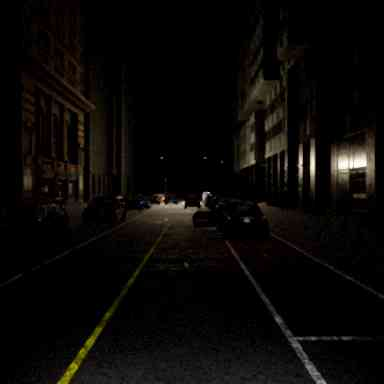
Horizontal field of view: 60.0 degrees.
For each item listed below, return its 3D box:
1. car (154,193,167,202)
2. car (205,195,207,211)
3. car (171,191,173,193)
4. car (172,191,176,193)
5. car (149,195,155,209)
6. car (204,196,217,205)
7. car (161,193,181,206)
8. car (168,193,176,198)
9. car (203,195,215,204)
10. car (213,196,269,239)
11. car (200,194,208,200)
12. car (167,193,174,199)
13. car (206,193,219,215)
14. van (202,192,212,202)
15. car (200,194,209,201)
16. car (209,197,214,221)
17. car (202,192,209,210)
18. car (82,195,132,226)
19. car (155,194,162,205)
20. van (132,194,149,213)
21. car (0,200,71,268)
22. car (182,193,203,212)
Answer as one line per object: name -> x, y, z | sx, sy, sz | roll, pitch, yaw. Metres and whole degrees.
car -> -5.741, 1.070, 61.630 | 1.967, 1.590, 4.097 | 0, 0, 0
car -> 2.777, 1.340, 39.235 | 1.802, 1.307, 4.206 | 0, 0, 0
car -> -5.738, 1.133, 72.834 | 1.947, 1.339, 4.313 | 0, 0, 0
car -> -5.734, 1.056, 84.037 | 2.008, 1.369, 4.403 | 0, 0, 0
car -> -5.748, 1.284, 39.053 | 1.752, 1.417, 4.829 | 0, 0, 0
car -> 2.780, 1.276, 50.440 | 1.802, 1.307, 4.206 | 0, 0, 0
car -> -3.044, 1.226, 49.171 | 1.812, 1.442, 4.674 | 0, 0, 0
car -> -5.731, 0.990, 95.240 | 1.887, 1.381, 4.507 | 0, 0, 0
car -> 2.782, 1.186, 56.211 | 1.752, 1.417, 4.829 | 0, 0, 0
car -> 2.393, 1.246, 16.647 | 2.097, 1.767, 4.553 | 0, 0, 0
car -> 2.789, 1.118, 78.449 | 1.802, 1.307, 4.206 | 0, 0, 0
car -> -5.733, 1.002, 89.468 | 1.752, 1.417, 4.829 | 0, 0, 0
car -> 2.776, 1.231, 33.633 | 1.967, 1.590, 4.097 | 0, 0, 0
van -> 2.784, 0.971, 61.642 | 1.690, 1.788, 3.998 | 0, 0, 0
car -> 2.787, 1.149, 72.848 | 1.802, 1.307, 4.206 | 0, 0, 0
car -> 2.774, 1.375, 28.031 | 2.008, 1.369, 4.403 | 0, 0, 0
car -> 2.779, 1.041, 44.836 | 2.192, 1.841, 5.009 | 0, 0, 0
car -> -5.752, 1.173, 22.418 | 2.192, 1.841, 5.009 | 0, 0, 0
car -> -5.744, 1.134, 50.427 | 1.967, 1.590, 4.097 | 0, 0, 0
van -> -5.749, 1.132, 33.621 | 1.690, 1.788, 3.998 | 0, 0, 0
car -> -5.756, 1.243, 11.214 | 2.192, 1.841, 5.009 | 0, 0, 0
car -> 0.058, 1.230, 40.215 | 1.882, 1.535, 5.008 | 0, 0, 0
